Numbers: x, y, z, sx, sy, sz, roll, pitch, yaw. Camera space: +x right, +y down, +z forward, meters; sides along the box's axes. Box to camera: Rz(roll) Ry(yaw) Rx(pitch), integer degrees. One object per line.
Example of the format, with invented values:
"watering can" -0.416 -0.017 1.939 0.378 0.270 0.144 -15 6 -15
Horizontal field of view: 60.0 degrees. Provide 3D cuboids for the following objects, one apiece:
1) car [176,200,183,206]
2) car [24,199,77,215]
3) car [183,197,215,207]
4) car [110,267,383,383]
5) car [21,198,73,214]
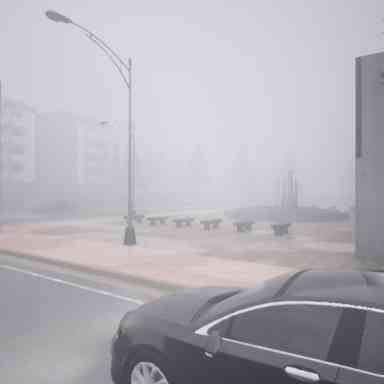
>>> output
"car" -0.379 1.525 53.428 4.674 1.442 1.812 0 0 -32
"car" -14.132 1.504 34.077 1.837 1.490 4.892 0 0 34
"car" 1.355 1.563 50.407 4.181 1.385 1.994 0 0 -32
"car" 1.326 1.503 3.047 4.892 1.490 1.837 -1 0 35
"car" -16.163 1.491 37.293 2.128 1.511 4.902 0 0 35
